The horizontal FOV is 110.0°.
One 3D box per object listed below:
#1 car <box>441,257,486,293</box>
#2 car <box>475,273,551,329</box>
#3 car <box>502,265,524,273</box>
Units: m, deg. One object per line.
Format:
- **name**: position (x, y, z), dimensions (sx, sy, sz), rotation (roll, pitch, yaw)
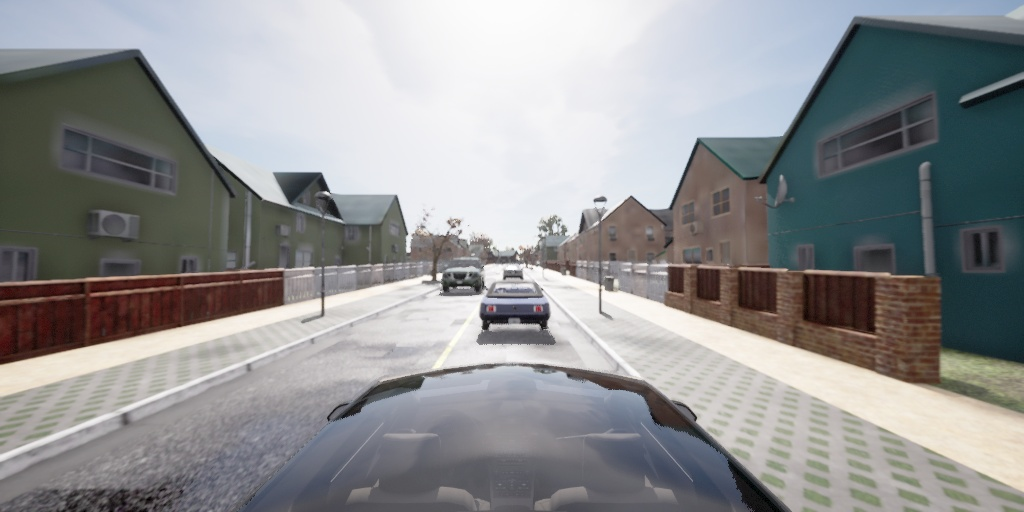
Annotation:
- **car**: position (-2.849, 1.092, 22.214), dimensions (2.150, 2.045, 5.566), rotation (0, 0, 0)
- **car**: position (0.082, 1.406, 11.465), dimensions (1.895, 1.301, 4.718), rotation (0, 0, 0)
- **car**: position (0.098, 1.493, 33.198), dimensions (2.033, 1.411, 5.357), rotation (0, 0, 0)
